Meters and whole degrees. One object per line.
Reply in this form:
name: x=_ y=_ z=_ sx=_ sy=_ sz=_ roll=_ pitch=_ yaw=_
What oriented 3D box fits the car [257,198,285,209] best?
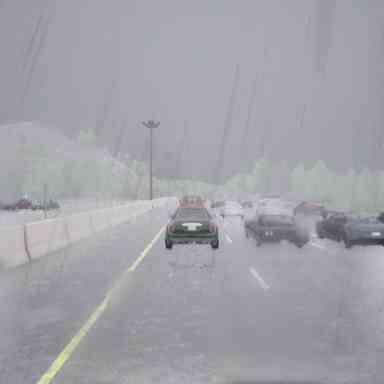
car: x=7.002 y=1.533 z=29.651 sx=1.812 sy=1.442 sz=4.674 roll=0 pitch=0 yaw=0

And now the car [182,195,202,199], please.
car: x=0.002 y=1.255 z=29.681 sx=2.150 sy=2.045 sz=5.566 roll=0 pitch=0 yaw=0

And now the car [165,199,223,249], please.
car: x=0.001 y=1.364 z=14.621 sx=2.097 sy=1.767 sz=4.553 roll=0 pitch=0 yaw=0

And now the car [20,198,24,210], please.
car: x=-20.998 y=1.497 z=39.652 sx=1.882 sy=1.535 sz=5.008 roll=0 pitch=0 yaw=0

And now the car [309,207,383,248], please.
car: x=7.000 y=1.572 z=14.651 sx=1.994 sy=1.385 sz=4.181 roll=0 pitch=0 yaw=0

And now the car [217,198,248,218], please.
car: x=3.502 y=1.531 z=29.651 sx=1.812 sy=1.442 sz=4.674 roll=0 pitch=0 yaw=0

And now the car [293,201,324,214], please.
car: x=10.501 y=1.535 z=29.651 sx=1.812 sy=1.442 sz=4.674 roll=0 pitch=0 yaw=0

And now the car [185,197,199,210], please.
car: x=0.002 y=1.481 z=44.851 sx=1.882 sy=1.535 sz=5.008 roll=0 pitch=0 yaw=0

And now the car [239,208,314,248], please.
car: x=3.501 y=1.617 z=14.681 sx=1.895 sy=1.301 sz=4.718 roll=0 pitch=0 yaw=0

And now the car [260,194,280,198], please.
car: x=10.502 y=1.260 z=44.881 sx=2.150 sy=2.045 sz=5.566 roll=0 pitch=0 yaw=0

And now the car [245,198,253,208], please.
car: x=7.002 y=1.533 z=44.851 sx=1.812 sy=1.442 sz=4.674 roll=0 pitch=0 yaw=0
